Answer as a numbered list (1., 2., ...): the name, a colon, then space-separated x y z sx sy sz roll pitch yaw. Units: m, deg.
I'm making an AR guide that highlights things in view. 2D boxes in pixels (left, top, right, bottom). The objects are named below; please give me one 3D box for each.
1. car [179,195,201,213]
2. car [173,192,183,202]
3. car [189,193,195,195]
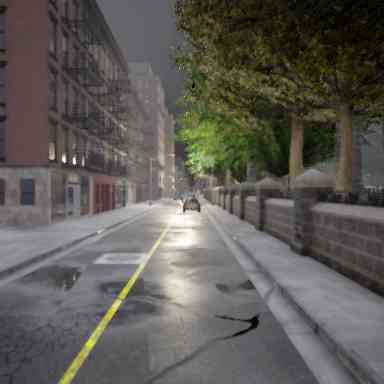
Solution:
1. car: -0.012 1.409 36.525 2.033 1.649 4.856 0 0 0
2. car: -3.025 1.115 74.160 2.150 2.045 5.566 0 0 0
3. car: -0.024 1.077 70.892 1.837 1.490 4.892 0 0 0
